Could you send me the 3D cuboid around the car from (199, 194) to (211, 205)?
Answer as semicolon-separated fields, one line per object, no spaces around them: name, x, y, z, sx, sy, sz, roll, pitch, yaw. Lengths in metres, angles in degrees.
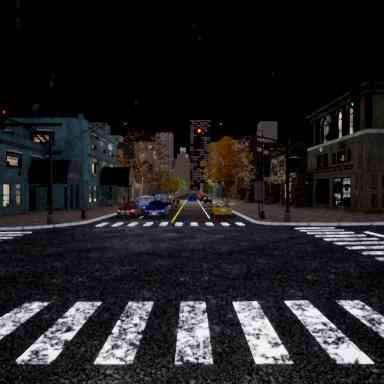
car;2.688;1.553;58.134;2.008;1.369;4.403;-1;0;0

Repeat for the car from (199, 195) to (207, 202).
car;2.688;1.546;80.319;1.887;1.381;4.507;-1;0;0

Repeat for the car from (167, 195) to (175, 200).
car;-5.693;1.583;91.411;1.802;1.307;4.206;0;0;0

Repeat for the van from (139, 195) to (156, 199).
van;-5.694;1.343;41.494;1.690;1.788;3.998;0;0;0

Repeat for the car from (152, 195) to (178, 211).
car;-3.098;1.493;38.856;2.128;1.511;4.902;0;0;0

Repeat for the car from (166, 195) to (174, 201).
car;-5.693;1.546;85.865;1.887;1.381;4.507;0;0;0

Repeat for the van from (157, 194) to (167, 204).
van;-5.694;1.343;63.680;1.690;1.788;3.998;0;0;0

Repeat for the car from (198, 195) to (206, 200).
car;2.688;1.545;91.411;1.887;1.381;4.507;-1;0;0

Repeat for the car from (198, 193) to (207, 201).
car;2.686;1.316;85.865;2.192;1.841;5.009;-1;0;0

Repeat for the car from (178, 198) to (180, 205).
car;-3.092;1.566;47.980;1.994;1.385;4.181;0;0;0

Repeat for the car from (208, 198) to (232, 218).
car;2.688;1.527;30.572;1.752;1.417;4.829;-1;0;0

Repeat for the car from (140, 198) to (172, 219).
car;-3.116;1.527;29.657;1.812;1.442;4.674;0;0;0

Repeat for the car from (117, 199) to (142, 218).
car;-5.691;1.584;30.402;1.802;1.307;4.206;0;0;0

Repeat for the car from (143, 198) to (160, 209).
car;-5.693;1.547;47.041;1.887;1.381;4.507;0;0;0

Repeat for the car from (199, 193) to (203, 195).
car;2.688;1.568;74.772;1.947;1.339;4.313;-1;0;0

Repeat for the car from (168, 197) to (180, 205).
car;-3.063;1.603;58.090;1.895;1.301;4.718;0;0;0

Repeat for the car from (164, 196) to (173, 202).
car;-5.693;1.567;80.319;1.947;1.339;4.313;0;0;0

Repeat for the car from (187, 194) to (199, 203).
car;0.068;1.479;70.833;1.882;1.535;5.008;0;0;0
